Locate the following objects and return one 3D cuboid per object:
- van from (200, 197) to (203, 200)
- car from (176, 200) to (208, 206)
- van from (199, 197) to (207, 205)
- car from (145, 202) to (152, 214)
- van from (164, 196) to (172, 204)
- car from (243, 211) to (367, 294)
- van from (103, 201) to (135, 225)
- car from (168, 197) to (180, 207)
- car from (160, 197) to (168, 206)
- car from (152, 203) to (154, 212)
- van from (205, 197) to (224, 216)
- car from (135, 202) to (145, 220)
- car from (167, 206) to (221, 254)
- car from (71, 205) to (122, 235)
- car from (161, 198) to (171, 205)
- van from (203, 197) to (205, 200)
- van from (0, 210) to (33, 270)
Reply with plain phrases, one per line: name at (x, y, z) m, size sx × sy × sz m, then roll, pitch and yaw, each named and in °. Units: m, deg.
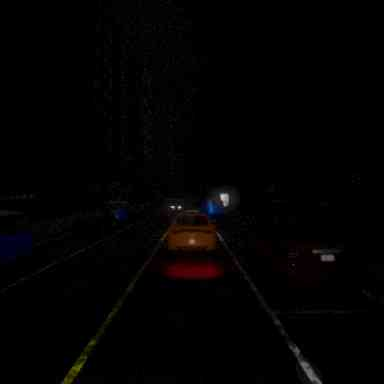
van at (2.630, 1.942, 71.160) m, size 1.690 × 1.788 × 3.998 m, roll 0°, pitch 0°, yaw 0°
car at (0.005, 1.754, 28.518) m, size 2.128 × 1.511 × 4.902 m, roll 0°, pitch 0°, yaw 0°
van at (2.627, 1.982, 76.818) m, size 1.690 × 1.788 × 3.998 m, roll 0°, pitch 0°, yaw 0°
car at (-5.877, 1.917, 37.180) m, size 1.802 × 1.307 × 4.206 m, roll 0°, pitch 0°, yaw 0°
van at (-5.902, 2.020, 82.463) m, size 1.690 × 1.788 × 3.998 m, roll 0°, pitch 0°, yaw 0°
car at (2.665, 1.401, 8.926) m, size 2.192 × 1.841 × 5.009 m, roll 0°, pitch -1°, yaw 0°
van at (-5.870, 1.579, 25.861) m, size 1.690 × 1.788 × 3.998 m, roll 0°, pitch -1°, yaw 0°
car at (-3.049, 2.105, 65.341) m, size 2.033 × 1.411 × 5.357 m, roll 0°, pitch 0°, yaw 0°
car at (-5.896, 2.166, 71.142) m, size 1.947 × 1.339 × 4.313 m, roll 0°, pitch 0°, yaw 0°
car at (-5.880, 1.927, 42.840) m, size 1.887 × 1.381 × 4.507 m, roll 0°, pitch 0°, yaw 0°
van at (2.649, 1.677, 37.214) m, size 1.690 × 1.788 × 3.998 m, roll 0°, pitch 0°, yaw 0°
car at (-5.874, 1.869, 31.519) m, size 1.802 × 1.307 × 4.206 m, roll 0°, pitch 0°, yaw 0°
car at (0.020, 1.612, 14.262) m, size 1.882 × 1.535 × 5.008 m, roll 0°, pitch 0°, yaw 0°
car at (-5.867, 1.733, 20.199) m, size 1.887 × 1.381 × 4.507 m, roll 0°, pitch -1°, yaw 0°
car at (-5.900, 2.185, 76.802) m, size 1.887 × 1.381 × 4.507 m, roll 0°, pitch 0°, yaw 0°
van at (2.646, 1.724, 42.872) m, size 1.690 × 1.788 × 3.998 m, roll 0°, pitch 0°, yaw 0°
van at (-5.860, 1.426, 8.880) m, size 1.690 × 1.788 × 3.998 m, roll 0°, pitch -1°, yaw 0°
